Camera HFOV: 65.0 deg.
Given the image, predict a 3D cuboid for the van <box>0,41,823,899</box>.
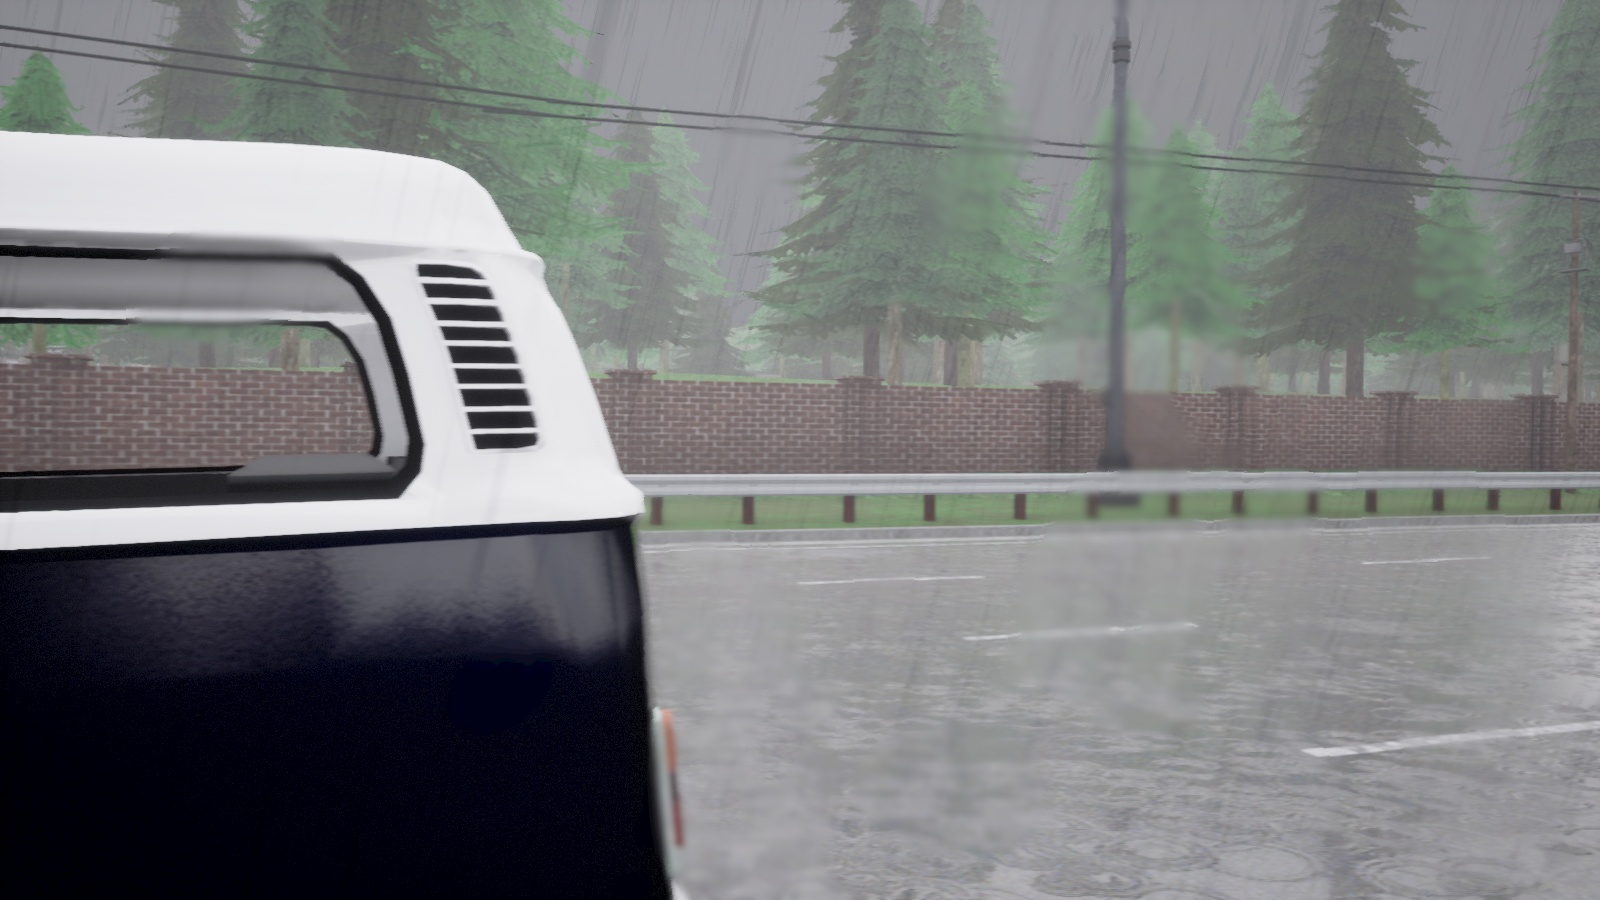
[{"bbox_3d":[-2.434,0.498,2.311,4.480,2.038,2.069,-3,2,-21],"label":"van"}]
